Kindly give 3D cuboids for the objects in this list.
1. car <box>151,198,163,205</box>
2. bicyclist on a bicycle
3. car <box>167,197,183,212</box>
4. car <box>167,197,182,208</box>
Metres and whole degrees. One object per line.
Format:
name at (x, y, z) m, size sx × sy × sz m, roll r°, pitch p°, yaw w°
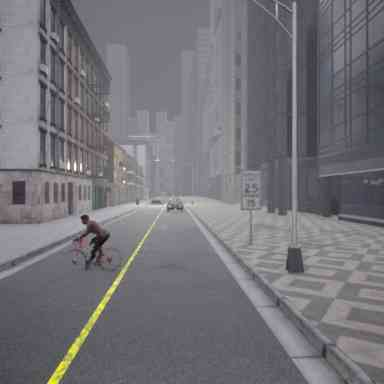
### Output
car at (-6.191, 1.636, 58.492) m, size 1.895 × 1.301 × 4.718 m, roll 0°, pitch 0°, yaw -3°
bicyclist on a bicycle at (-2.804, 1.453, 9.284) m, size 1.656 × 1.620 × 0.582 m, roll -2°, pitch 0°, yaw -3°
car at (-1.978, 1.617, 39.177) m, size 1.895 × 1.301 × 4.718 m, roll 0°, pitch 0°, yaw -3°
car at (-2.567, 1.517, 49.351) m, size 2.128 × 1.511 × 4.902 m, roll 0°, pitch 0°, yaw -2°
